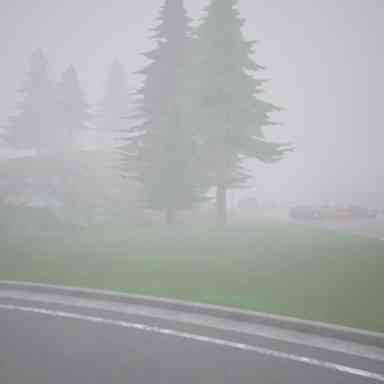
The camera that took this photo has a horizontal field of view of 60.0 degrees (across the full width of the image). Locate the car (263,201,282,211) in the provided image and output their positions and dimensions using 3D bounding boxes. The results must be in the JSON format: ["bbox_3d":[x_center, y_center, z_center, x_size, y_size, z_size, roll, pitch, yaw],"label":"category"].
[{"bbox_3d":[11.971,2.141,52.470,1.837,1.490,4.892,1,-1,-6],"label":"car"}]

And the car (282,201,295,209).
[{"bbox_3d":[15.457,2.167,52.803,2.128,1.511,4.902,1,-1,-6],"label":"car"}]

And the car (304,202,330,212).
[{"bbox_3d":[19.140,2.299,51.264,1.895,1.301,4.718,1,-1,-6],"label":"car"}]

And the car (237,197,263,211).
[{"bbox_3d":[8.583,1.810,51.284,2.150,2.045,5.566,1,-1,-6],"label":"car"}]

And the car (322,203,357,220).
[{"bbox_3d":[14.012,1.951,33.494,1.882,1.535,5.008,1,-1,-6],"label":"car"}]

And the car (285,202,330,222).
[{"bbox_3d":[10.726,1.983,31.303,1.994,1.385,4.181,1,-1,-6],"label":"car"}]

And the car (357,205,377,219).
[{"bbox_3d":[17.363,2.087,35.050,1.994,1.385,4.181,1,-1,-6],"label":"car"}]
